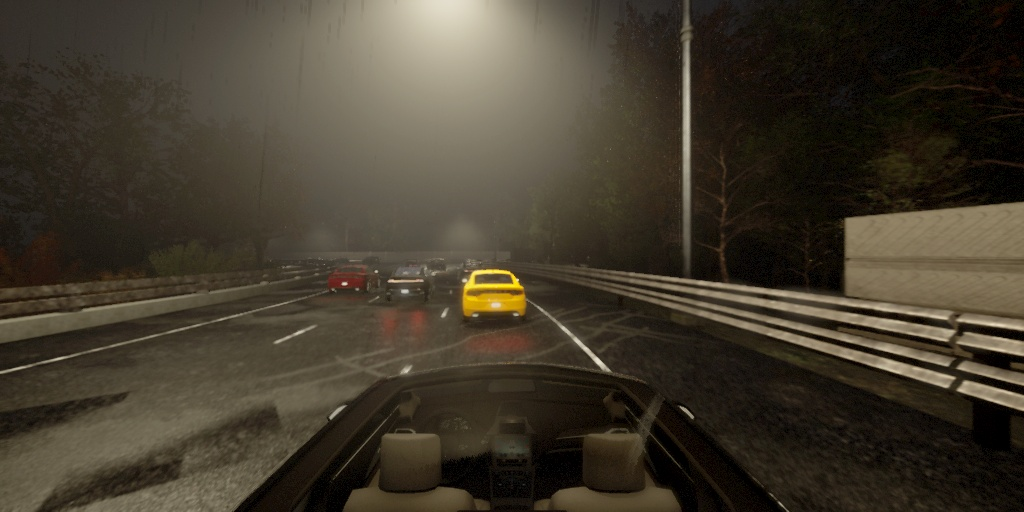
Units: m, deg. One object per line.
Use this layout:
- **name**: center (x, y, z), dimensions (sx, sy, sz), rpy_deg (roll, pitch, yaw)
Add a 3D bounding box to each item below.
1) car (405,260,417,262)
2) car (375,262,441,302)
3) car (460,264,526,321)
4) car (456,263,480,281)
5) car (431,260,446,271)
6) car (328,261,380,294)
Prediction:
- **car**: center (-12.656, 1.270, 44.732), dimensions (1.837, 1.490, 4.892), rpy_deg (0, 0, -23)
- **car**: center (-4.771, 1.248, 17.246), dimensions (2.128, 1.511, 4.902), rpy_deg (0, 0, -8)
- **car**: center (-0.711, 1.223, 12.518), dimensions (1.882, 1.535, 5.008), rpy_deg (0, 0, -6)
- **car**: center (-3.093, 1.236, 27.096), dimensions (2.128, 1.511, 4.902), rpy_deg (0, 0, -12)
- **car**: center (-10.017, 1.246, 47.177), dimensions (2.128, 1.511, 4.902), rpy_deg (0, 0, -24)
- **car**: center (-8.872, 1.245, 20.506), dimensions (1.882, 1.535, 5.008), rpy_deg (0, 0, -10)
